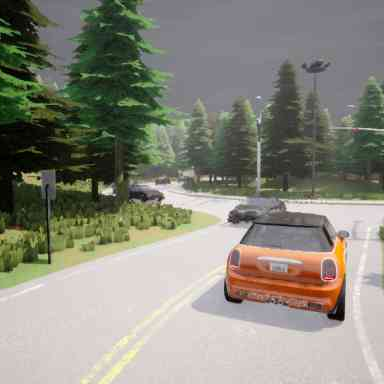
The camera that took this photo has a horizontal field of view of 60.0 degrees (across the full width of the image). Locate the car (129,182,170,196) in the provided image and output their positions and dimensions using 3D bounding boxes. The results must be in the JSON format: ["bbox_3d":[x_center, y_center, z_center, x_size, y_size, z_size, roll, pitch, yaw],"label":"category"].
[{"bbox_3d":[-4.520,0.079,30.804,2.033,1.411,5.357,-3,5,-35],"label":"car"}]

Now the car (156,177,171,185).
[{"bbox_3d":[-5.170,-2.041,60.238,1.882,1.535,5.008,0,4,10],"label":"car"}]

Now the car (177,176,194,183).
[{"bbox_3d":[-1.296,-2.678,69.825,1.812,1.442,4.674,3,5,35],"label":"car"}]

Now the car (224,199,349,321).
[{"bbox_3d":[2.360,1.241,7.547,2.097,1.767,4.553,2,2,25],"label":"car"}]

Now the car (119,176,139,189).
[{"bbox_3d":[-9.495,-1.447,50.207,2.097,1.767,4.553,0,4,0],"label":"car"}]

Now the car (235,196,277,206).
[{"bbox_3d":[3.707,0.925,18.218,2.033,1.411,5.357,2,4,29],"label":"car"}]

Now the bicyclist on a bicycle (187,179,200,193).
[{"bbox_3d":[0.162,-0.642,37.309,1.656,1.620,0.582,-3,5,-28],"label":"bicyclist on a bicycle"}]
